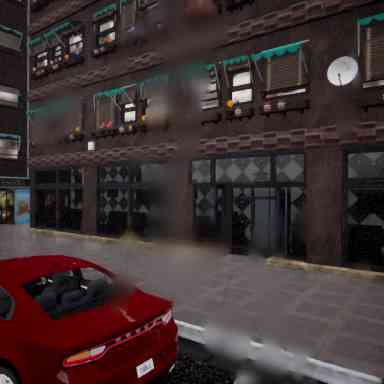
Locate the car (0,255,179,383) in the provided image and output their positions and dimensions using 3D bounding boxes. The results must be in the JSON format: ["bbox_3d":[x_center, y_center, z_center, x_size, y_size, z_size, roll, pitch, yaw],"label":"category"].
[{"bbox_3d":[-2.262,1.544,4.478,4.507,1.381,1.887,0,0,35],"label":"car"}]
